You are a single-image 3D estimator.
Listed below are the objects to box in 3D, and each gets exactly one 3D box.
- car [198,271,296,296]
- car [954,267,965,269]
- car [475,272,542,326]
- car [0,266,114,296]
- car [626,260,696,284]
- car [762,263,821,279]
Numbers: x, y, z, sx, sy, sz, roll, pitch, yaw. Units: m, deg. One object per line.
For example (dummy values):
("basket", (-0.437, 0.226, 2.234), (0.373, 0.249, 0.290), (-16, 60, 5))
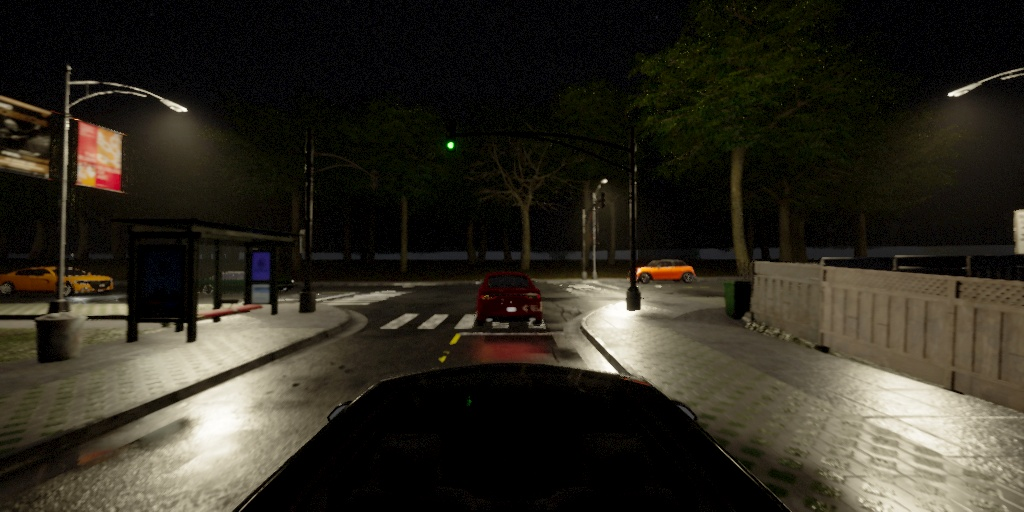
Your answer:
("car", (-14.556, 1.486, 19.639), (4.718, 1.301, 1.895), (0, -1, 3))
("car", (35.254, 0.831, 26.228), (4.674, 1.442, 1.812), (-2, -1, 0))
("car", (-0.209, 1.265, 11.987), (1.882, 1.535, 5.008), (0, 0, -4))
("car", (-24.961, 1.339, 19.669), (5.008, 1.535, 1.882), (0, -1, 0))
("car", (10.805, 1.089, 26.296), (4.553, 1.767, 2.097), (-1, -1, 0))
("car", (20.988, 1.154, 26.273), (4.718, 1.301, 1.895), (-1, -1, 0))
